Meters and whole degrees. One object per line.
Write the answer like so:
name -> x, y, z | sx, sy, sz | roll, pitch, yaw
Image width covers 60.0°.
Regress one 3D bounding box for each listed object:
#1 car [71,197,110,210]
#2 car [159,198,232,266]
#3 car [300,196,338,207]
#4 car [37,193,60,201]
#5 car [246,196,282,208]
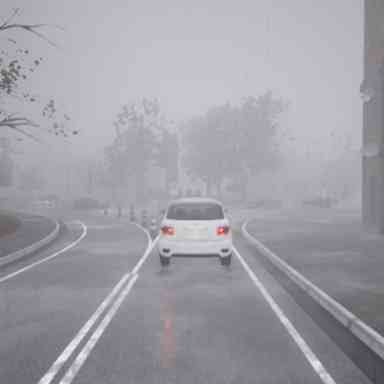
car -> -10.952, 1.195, 35.960 | 4.181, 1.385, 1.994 | 1, 2, 23
car -> 0.104, 1.209, 11.703 | 2.150, 2.045, 5.566 | 0, 0, 0
car -> 15.624, 1.125, 40.665 | 4.718, 1.301, 1.895 | -1, 1, -27
car -> -23.383, 0.776, 54.280 | 1.994, 1.385, 4.181 | 0, 1, 5
car -> 8.673, 1.150, 39.549 | 4.718, 1.301, 1.895 | -1, 2, -40
